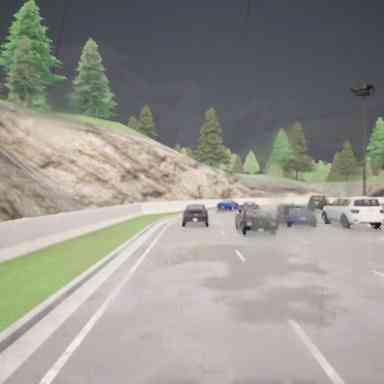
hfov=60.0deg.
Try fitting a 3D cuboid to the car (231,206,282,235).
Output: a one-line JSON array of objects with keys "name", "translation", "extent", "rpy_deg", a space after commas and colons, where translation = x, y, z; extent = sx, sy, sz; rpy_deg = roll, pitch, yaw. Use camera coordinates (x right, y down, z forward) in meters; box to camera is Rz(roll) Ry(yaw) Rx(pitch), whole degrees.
[{"name": "car", "translation": [3.647, 1.704, 19.565], "extent": [1.895, 1.301, 4.718], "rpy_deg": [0, 0, 1]}]

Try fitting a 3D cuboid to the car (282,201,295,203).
[{"name": "car", "translation": [11.942, 1.816, 41.018], "extent": [1.895, 1.301, 4.718], "rpy_deg": [0, 0, 27]}]

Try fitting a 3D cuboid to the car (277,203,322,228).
[{"name": "car", "translation": [7.315, 1.688, 23.564], "extent": [1.994, 1.385, 4.181], "rpy_deg": [0, 0, 3]}]

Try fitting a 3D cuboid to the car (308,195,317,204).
[{"name": "car", "translation": [15.429, 1.432, 40.175], "extent": [2.150, 2.045, 5.566], "rpy_deg": [0, -1, 28]}]

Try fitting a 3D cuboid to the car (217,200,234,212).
[{"name": "car", "translation": [4.746, 1.701, 42.522], "extent": [1.882, 1.535, 5.008], "rpy_deg": [0, 0, 24]}]

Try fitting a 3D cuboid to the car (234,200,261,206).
[{"name": "car", "translation": [6.590, 1.745, 37.608], "extent": [2.033, 1.411, 5.357], "rpy_deg": [0, 0, 21]}]

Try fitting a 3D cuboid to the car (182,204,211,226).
[{"name": "car", "translation": [0.316, 1.635, 24.718], "extent": [1.837, 1.490, 4.892], "rpy_deg": [0, 0, 2]}]

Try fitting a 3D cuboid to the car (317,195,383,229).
[{"name": "car", "translation": [10.736, 1.341, 22.581], "extent": [2.150, 2.045, 5.566], "rpy_deg": [0, 0, 2]}]
